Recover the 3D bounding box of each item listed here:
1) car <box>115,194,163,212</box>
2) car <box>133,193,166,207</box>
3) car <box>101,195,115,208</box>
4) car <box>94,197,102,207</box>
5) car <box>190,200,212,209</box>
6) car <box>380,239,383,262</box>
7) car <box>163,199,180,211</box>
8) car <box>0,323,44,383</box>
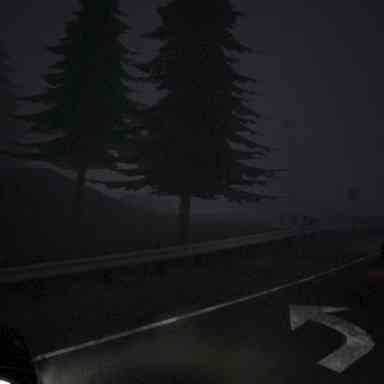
[{"bbox_3d":[-6.568,1.274,40.709,5.566,2.045,2.150,0,0,40],"label":"car"},{"bbox_3d":[-6.963,1.268,54.668,5.566,2.045,2.150,0,0,40],"label":"car"},{"bbox_3d":[-10.389,1.576,48.404,5.357,1.411,2.033,0,0,40],"label":"car"},{"bbox_3d":[-15.375,1.419,61.714,5.008,1.535,1.882,1,0,40],"label":"car"},{"bbox_3d":[0.631,1.586,48.374,4.902,1.511,2.128,0,0,39],"label":"car"},{"bbox_3d":[7.935,1.614,11.199,1.994,1.385,4.181,0,0,45],"label":"car"},{"bbox_3d":[-2.956,1.674,42.258,4.718,1.301,1.895,0,0,39],"label":"car"},{"bbox_3d":[-3.211,1.347,1.750,4.553,1.767,2.097,0,0,-34],"label":"car"}]
